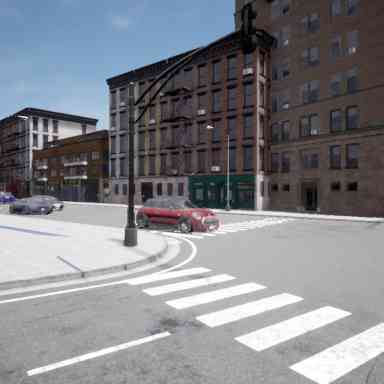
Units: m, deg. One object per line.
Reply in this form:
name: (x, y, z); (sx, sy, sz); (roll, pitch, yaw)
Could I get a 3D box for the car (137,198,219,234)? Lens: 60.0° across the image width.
car: (-0.788, 1.141, 17.749); (4.553, 1.767, 2.097); (1, 0, 37)

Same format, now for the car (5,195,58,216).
car: (-13.293, 1.185, 27.458); (4.181, 1.385, 1.994); (1, 0, 39)

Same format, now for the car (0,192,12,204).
car: (-27.583, 0.786, 48.232); (4.553, 1.767, 2.097); (1, 0, 41)

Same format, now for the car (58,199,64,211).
car: (-14.354, 1.087, 32.483); (4.902, 1.511, 2.128); (1, 0, 39)

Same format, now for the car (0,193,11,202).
car: (-33.140, 0.897, 57.609); (4.674, 1.442, 1.812); (1, 0, 43)

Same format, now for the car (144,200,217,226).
car: (-0.848, 1.302, 21.871); (4.674, 1.442, 1.812); (1, 0, 37)
